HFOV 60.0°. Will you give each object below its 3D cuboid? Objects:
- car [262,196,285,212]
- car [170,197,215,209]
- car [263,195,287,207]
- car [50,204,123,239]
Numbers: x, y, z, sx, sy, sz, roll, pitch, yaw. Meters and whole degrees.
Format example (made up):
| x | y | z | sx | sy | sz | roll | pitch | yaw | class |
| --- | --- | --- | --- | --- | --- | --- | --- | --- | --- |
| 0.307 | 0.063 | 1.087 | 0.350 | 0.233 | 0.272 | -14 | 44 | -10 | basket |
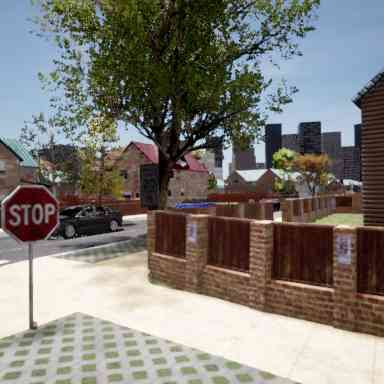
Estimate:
| x | y | z | sx | sy | sz | roll | pitch | yaw | class |
| --- | --- | --- | --- | --- | --- | --- | --- | --- | --- |
| 8.299 | 1.329 | 34.511 | 1.895 | 1.301 | 4.718 | -1 | 0 | 31 | car |
| 0.088 | 1.209 | 26.740 | 2.097 | 1.767 | 4.553 | -1 | 0 | 31 | car |
| 11.267 | 1.232 | 44.871 | 1.812 | 1.442 | 4.674 | -1 | 0 | 32 | car |
| -5.711 | 1.438 | 17.224 | 1.837 | 1.490 | 4.892 | -1 | 0 | 31 | car |
